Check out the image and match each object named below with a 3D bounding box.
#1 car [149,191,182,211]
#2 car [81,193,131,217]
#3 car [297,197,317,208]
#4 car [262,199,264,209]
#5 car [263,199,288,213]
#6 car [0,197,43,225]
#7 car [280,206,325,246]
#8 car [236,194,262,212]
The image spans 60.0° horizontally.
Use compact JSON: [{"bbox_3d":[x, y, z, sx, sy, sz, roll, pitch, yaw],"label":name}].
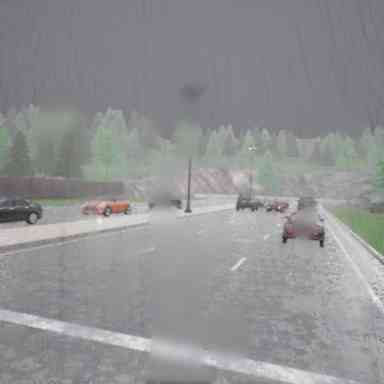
[{"bbox_3d":[-2.924,0.965,38.118,2.150,2.045,5.566,2,0,19],"label":"car"},{"bbox_3d":[-6.846,0.978,26.974,2.097,1.767,4.553,2,0,19],"label":"car"},{"bbox_3d":[14.197,1.653,41.104,2.150,2.045,5.566,2,0,19],"label":"car"},{"bbox_3d":[10.105,1.736,50.915,1.837,1.490,4.892,2,0,19],"label":"car"},{"bbox_3d":[10.336,1.876,40.930,1.895,1.301,4.718,2,0,20],"label":"car"},{"bbox_3d":[-10.145,1.029,17.581,1.837,1.490,4.892,2,0,19],"label":"car"},{"bbox_3d":[5.573,1.693,16.572,1.812,1.442,4.674,2,0,20],"label":"car"},{"bbox_3d":[7.070,1.359,42.193,2.150,2.045,5.566,2,0,19],"label":"car"}]
